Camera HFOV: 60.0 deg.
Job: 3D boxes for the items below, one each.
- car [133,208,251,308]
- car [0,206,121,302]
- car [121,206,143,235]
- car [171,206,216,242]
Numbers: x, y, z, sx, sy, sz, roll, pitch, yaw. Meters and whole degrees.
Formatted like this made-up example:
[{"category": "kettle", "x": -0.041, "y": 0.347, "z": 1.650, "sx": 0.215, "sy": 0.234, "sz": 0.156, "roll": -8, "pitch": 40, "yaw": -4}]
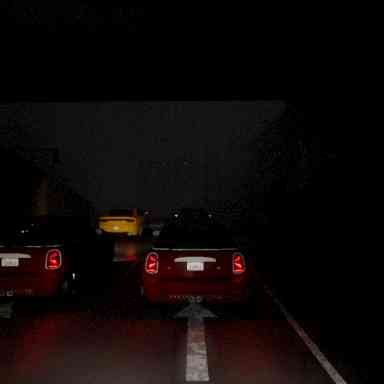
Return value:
[{"category": "car", "x": 0.067, "y": 1.352, "z": 8.092, "sx": 2.097, "sy": 1.767, "sz": 4.553, "roll": 0, "pitch": 0, "yaw": 0}, {"category": "car", "x": -3.428, "y": 1.352, "z": 8.419, "sx": 2.097, "sy": 1.767, "sz": 4.553, "roll": 0, "pitch": 0, "yaw": 0}, {"category": "car", "x": -3.433, "y": 1.478, "z": 17.508, "sx": 1.882, "sy": 1.535, "sz": 5.008, "roll": 0, "pitch": 0, "yaw": 0}, {"category": "car", "x": 0.068, "y": 1.547, "z": 17.618, "sx": 2.033, "sy": 1.411, "sz": 5.357, "roll": 0, "pitch": 0, "yaw": 0}]
